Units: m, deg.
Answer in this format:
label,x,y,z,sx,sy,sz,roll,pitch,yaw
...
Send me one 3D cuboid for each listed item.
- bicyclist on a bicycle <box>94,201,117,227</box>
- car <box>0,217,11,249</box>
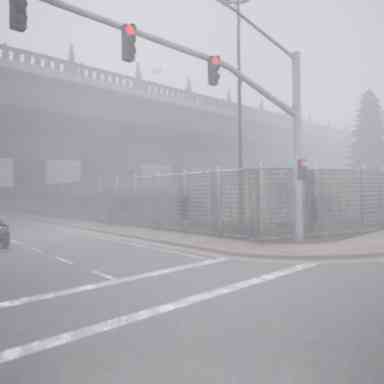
label,x,y,z,sx,sy,sz,roll,pitch,yaw
bicyclist on a bicycle,-5.442,1.373,20.969,1.656,1.620,0.582,-1,0,-42
car,-9.318,1.642,14.397,2.128,1.511,4.902,-1,0,-42
